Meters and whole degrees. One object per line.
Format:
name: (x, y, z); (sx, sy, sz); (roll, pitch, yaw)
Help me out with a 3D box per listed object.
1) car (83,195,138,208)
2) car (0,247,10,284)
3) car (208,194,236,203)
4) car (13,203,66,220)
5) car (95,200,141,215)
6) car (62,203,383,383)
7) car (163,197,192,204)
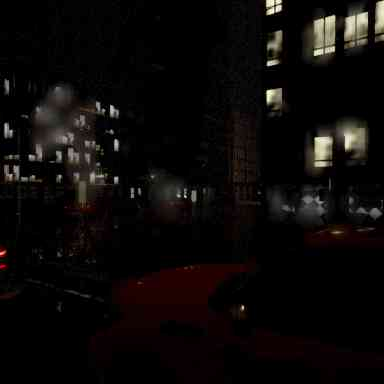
car: (-7.344, 1.326, 30.686); (2.150, 2.045, 5.566); (1, 0, 36)
car: (-6.253, 1.522, 8.125); (4.674, 1.442, 1.812); (0, 0, 35)
car: (4.770, 1.411, 52.293); (2.150, 2.045, 5.566); (1, 0, 37)
car: (-12.938, 1.617, 28.544); (1.994, 1.385, 4.181); (1, 0, 37)
car: (-7.794, 1.619, 35.478); (1.812, 1.442, 4.674); (1, 0, 37)
car: (1.650, 1.221, 2.509); (5.566, 2.045, 2.150); (0, 0, 35)
car: (-1.916, 1.490, 43.371); (2.097, 1.767, 4.553); (1, 0, 37)
